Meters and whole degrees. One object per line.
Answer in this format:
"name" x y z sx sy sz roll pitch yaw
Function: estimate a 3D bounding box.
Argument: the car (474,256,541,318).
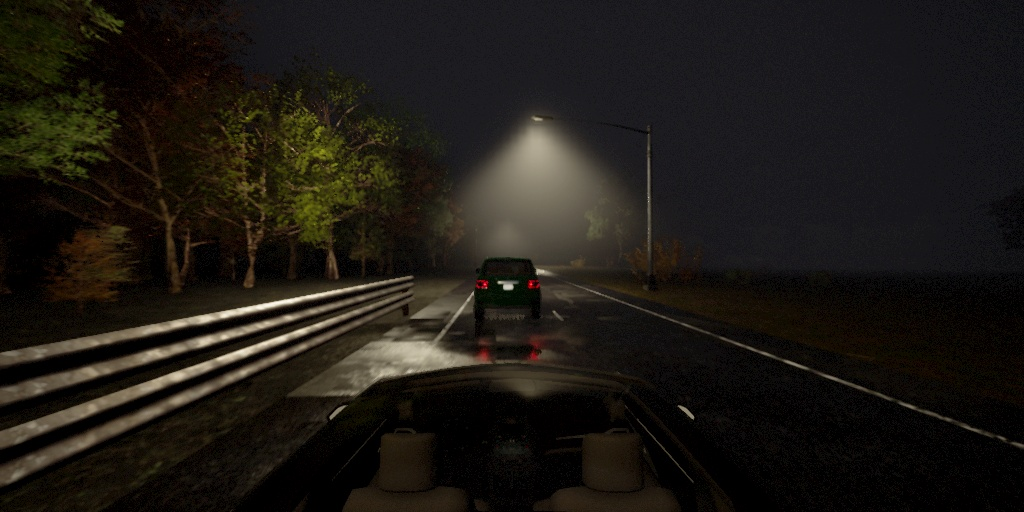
"car" -0.202 1.042 13.424 2.150 2.045 5.566 0 0 -2
